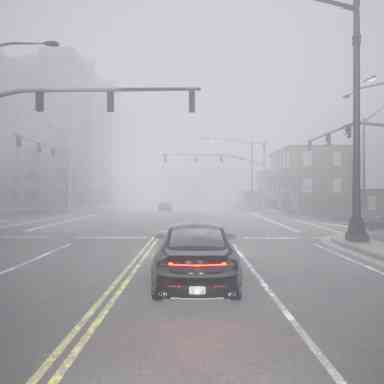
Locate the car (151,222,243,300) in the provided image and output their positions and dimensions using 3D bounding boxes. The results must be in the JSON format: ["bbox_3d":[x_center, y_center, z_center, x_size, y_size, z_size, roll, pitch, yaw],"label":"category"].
[{"bbox_3d":[0.094,1.504,8.342,1.837,1.490,4.892,0,0,0],"label":"car"}]

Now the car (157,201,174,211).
[{"bbox_3d":[-3.633,2.061,45.578,1.837,1.490,4.892,0,-5,0],"label":"car"}]

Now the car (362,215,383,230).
[{"bbox_3d":[16.047,2.652,28.228,4.181,1.385,1.994,8,0,0],"label":"car"}]
